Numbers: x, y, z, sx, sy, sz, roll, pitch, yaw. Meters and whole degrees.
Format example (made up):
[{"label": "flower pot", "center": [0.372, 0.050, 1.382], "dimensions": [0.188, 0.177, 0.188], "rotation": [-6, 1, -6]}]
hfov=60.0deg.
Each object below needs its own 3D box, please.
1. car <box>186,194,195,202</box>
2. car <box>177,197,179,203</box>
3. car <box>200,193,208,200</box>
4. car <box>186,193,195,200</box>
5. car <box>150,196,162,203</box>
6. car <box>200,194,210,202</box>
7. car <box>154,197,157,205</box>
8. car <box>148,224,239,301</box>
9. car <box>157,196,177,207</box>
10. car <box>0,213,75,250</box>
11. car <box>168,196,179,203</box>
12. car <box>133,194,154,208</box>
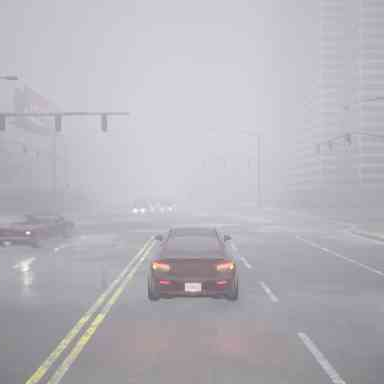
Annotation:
[{"label": "car", "center": [-0.347, 1.584, 78.388], "dimensions": [1.895, 1.301, 4.718], "rotation": [0, 0, 0]}, {"label": "car", "center": [-3.839, 1.526, 59.836], "dimensions": [1.812, 1.442, 4.674], "rotation": [0, 0, 0]}, {"label": "car", "center": [3.108, 1.184, 88.309], "dimensions": [2.097, 1.767, 4.553], "rotation": [0, 0, 0]}, {"label": "car", "center": [-0.392, 1.184, 88.293], "dimensions": [2.097, 1.767, 4.553], "rotation": [0, 0, 0]}, {"label": "car", "center": [-7.310, 1.601, 68.021], "dimensions": [1.895, 1.301, 4.718], "rotation": [0, 0, 0]}, {"label": "car", "center": [3.154, 1.515, 78.021], "dimensions": [2.128, 1.511, 4.902], "rotation": [0, 0, 0]}, {"label": "car", "center": [-7.338, 1.601, 57.721], "dimensions": [1.895, 1.301, 4.718], "rotation": [0, 0, 0]}, {"label": "car", "center": [0.028, 1.526, 8.212], "dimensions": [1.812, 1.442, 4.674], "rotation": [0, 0, 0]}, {"label": "car", "center": [-3.819, 1.564, 51.059], "dimensions": [1.994, 1.385, 4.181], "rotation": [0, 0, 0]}, {"label": "car", "center": [-6.826, 1.601, 14.533], "dimensions": [1.895, 1.301, 4.718], "rotation": [0, 0, 0]}, {"label": "car", "center": [-3.809, 1.553, 69.846], "dimensions": [1.994, 1.385, 4.181], "rotation": [0, 0, 0]}, {"label": "car", "center": [-7.310, 1.491, 48.450], "dimensions": [2.128, 1.511, 4.902], "rotation": [0, 0, 0]}]
